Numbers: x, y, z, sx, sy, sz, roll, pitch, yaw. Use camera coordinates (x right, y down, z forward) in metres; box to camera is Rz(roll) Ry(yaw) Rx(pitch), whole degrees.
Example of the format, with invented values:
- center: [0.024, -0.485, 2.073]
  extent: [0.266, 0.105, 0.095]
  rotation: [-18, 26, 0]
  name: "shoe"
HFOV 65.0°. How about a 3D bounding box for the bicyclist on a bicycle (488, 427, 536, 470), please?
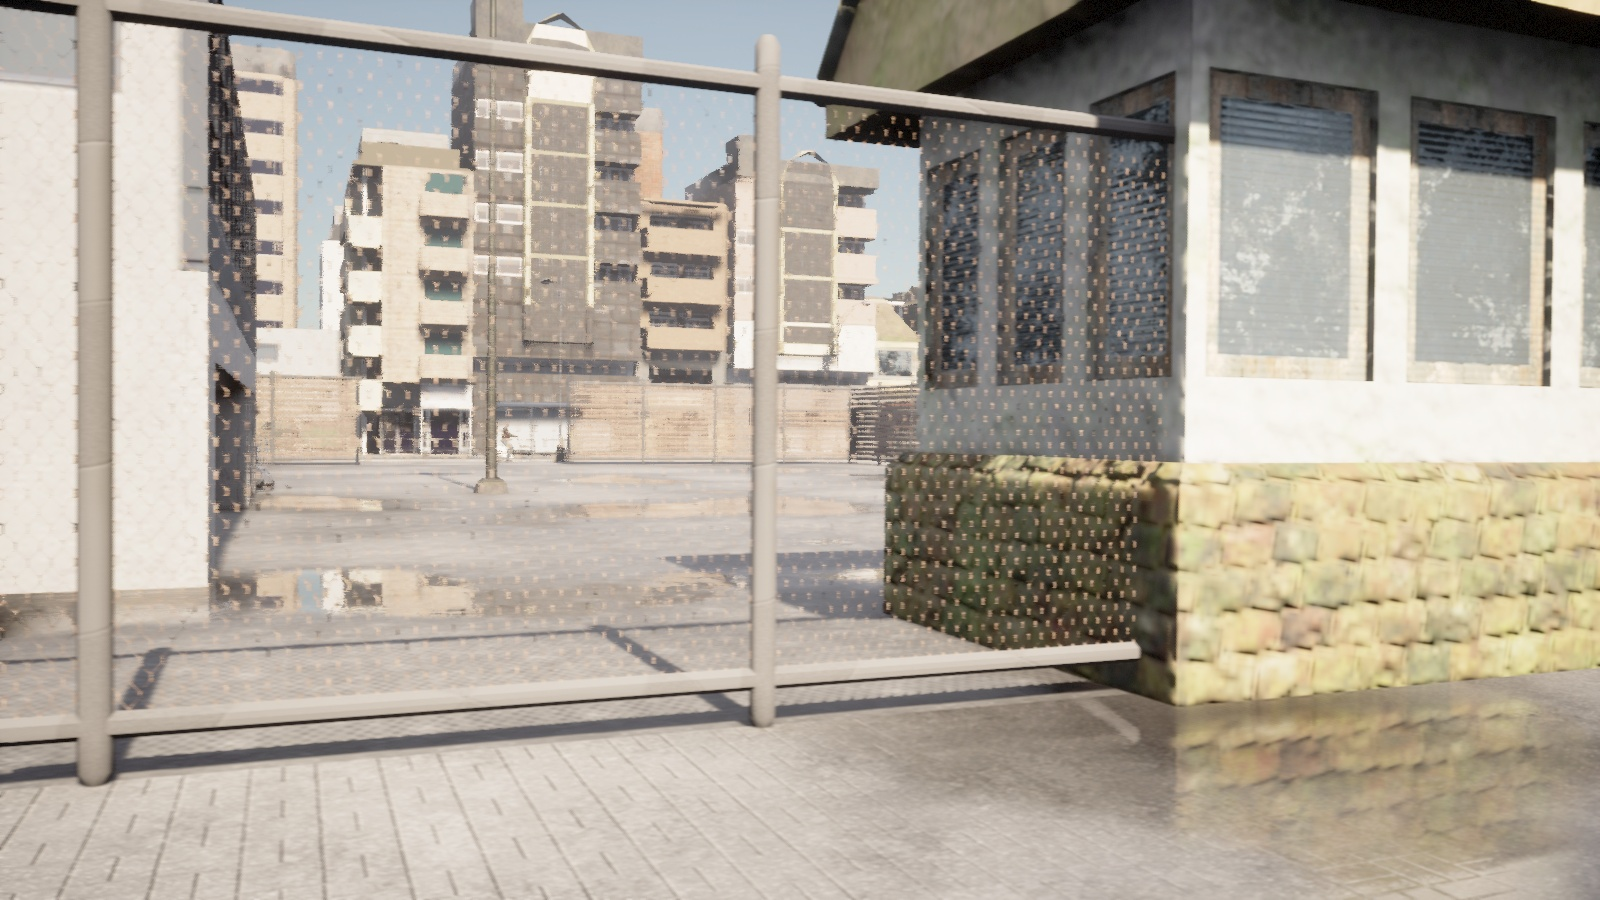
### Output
- center: [-12.031, -0.075, 52.454]
  extent: [1.843, 1.776, 0.659]
  rotation: [-1, 1, -22]
  name: "bicyclist on a bicycle"
